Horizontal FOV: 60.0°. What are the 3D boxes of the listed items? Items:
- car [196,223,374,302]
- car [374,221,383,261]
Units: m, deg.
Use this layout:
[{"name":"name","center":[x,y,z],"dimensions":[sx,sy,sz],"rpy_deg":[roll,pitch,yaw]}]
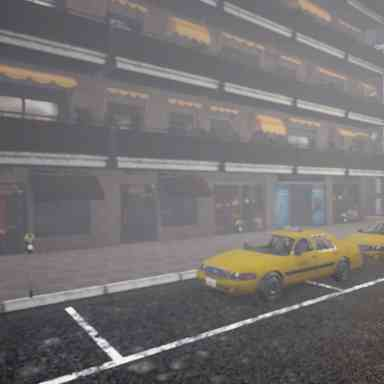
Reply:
[{"name":"car","center":[2.354,1.544,8.254],"dimensions":[4.829,1.417,1.752],"rpy_deg":[0,-1,-36]},{"name":"car","center":[6.965,1.560,11.545],"dimensions":[4.829,1.417,1.752],"rpy_deg":[0,-1,-36]}]
